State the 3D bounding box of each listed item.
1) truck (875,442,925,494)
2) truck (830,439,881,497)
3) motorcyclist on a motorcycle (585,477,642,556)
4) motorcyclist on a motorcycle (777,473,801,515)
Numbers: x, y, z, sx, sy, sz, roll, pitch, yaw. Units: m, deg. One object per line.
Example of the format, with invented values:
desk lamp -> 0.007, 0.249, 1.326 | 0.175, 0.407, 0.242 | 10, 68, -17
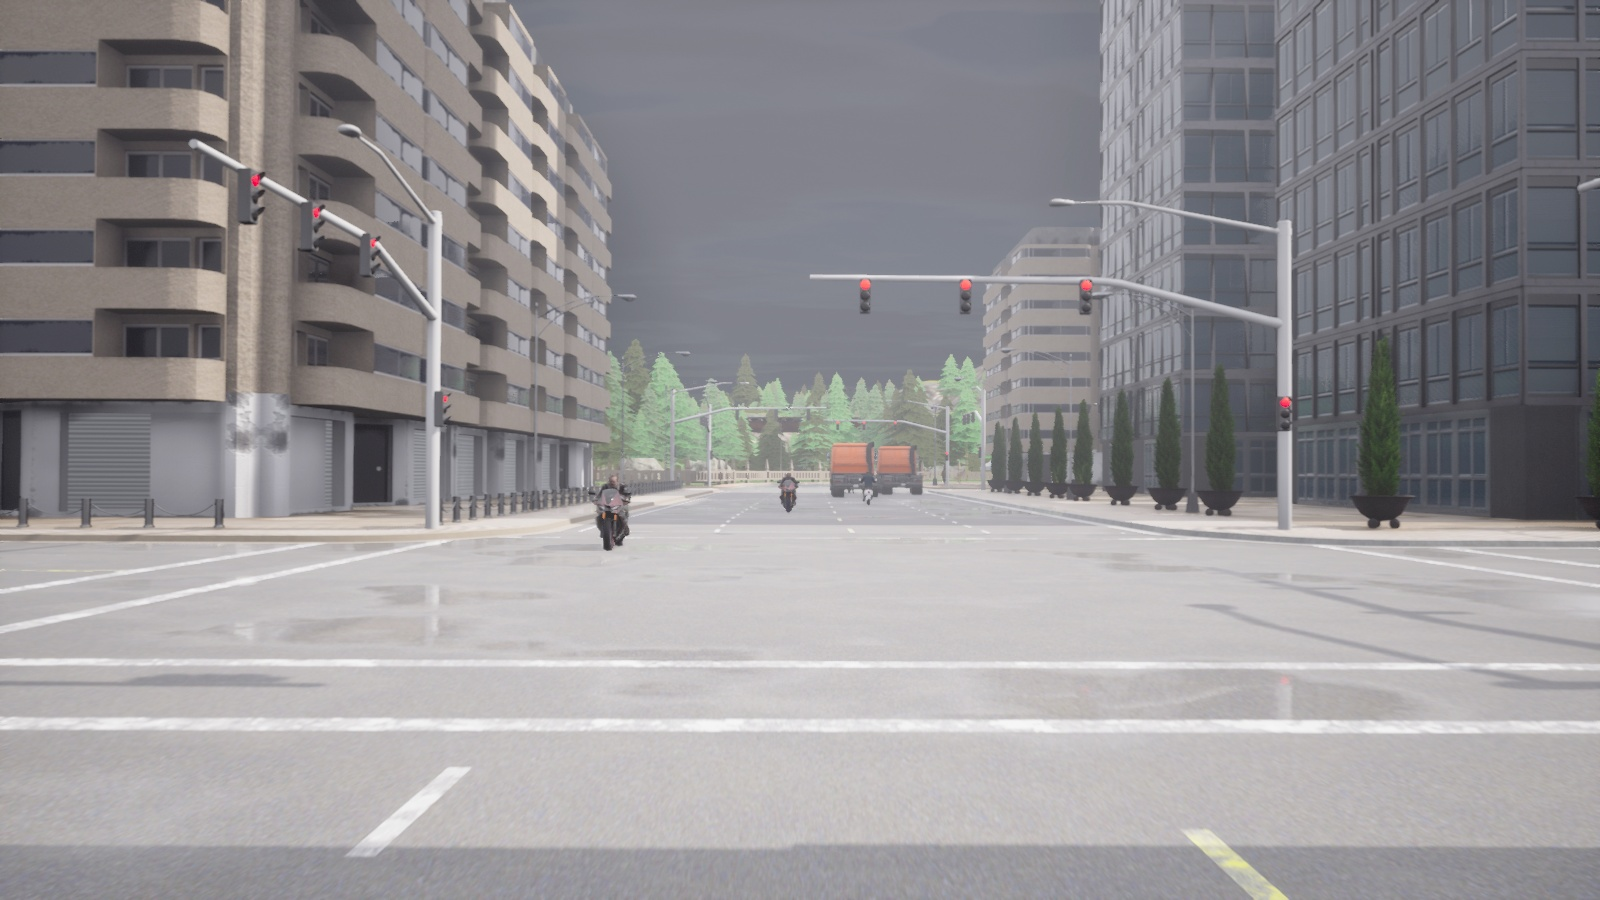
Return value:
truck -> 6.971, 1.285, 88.422 | 2.891, 3.462, 7.936 | 0, -1, 1
truck -> 3.376, 1.135, 78.588 | 2.891, 3.462, 7.936 | 0, -1, 1
motorcyclist on a motorcycle -> -3.772, 1.321, 25.532 | 0.866, 1.530, 2.191 | 0, -1, -1
motorcyclist on a motorcycle -> -0.415, 1.649, 47.645 | 0.866, 1.530, 2.191 | 0, -1, 0
